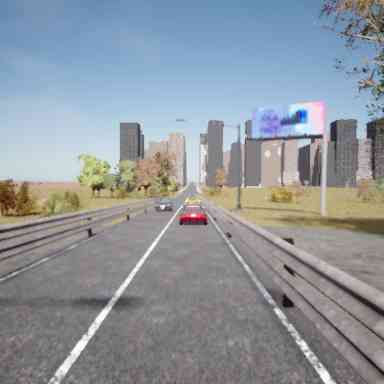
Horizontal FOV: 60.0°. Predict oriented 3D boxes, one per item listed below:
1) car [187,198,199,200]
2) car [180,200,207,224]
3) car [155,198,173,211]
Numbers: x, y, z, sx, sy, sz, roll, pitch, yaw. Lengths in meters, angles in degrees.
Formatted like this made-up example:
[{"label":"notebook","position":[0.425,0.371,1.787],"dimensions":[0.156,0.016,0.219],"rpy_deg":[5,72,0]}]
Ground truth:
[{"label":"car","position":[0.100,1.464,42.486],"dimensions":[1.882,1.535,5.008],"rpy_deg":[0,0,0]},{"label":"car","position":[0.100,1.556,24.757],"dimensions":[1.994,1.385,4.181],"rpy_deg":[0,0,0]},{"label":"car","position":[-3.252,1.489,39.667],"dimensions":[2.128,1.511,4.902],"rpy_deg":[0,0,0]}]
